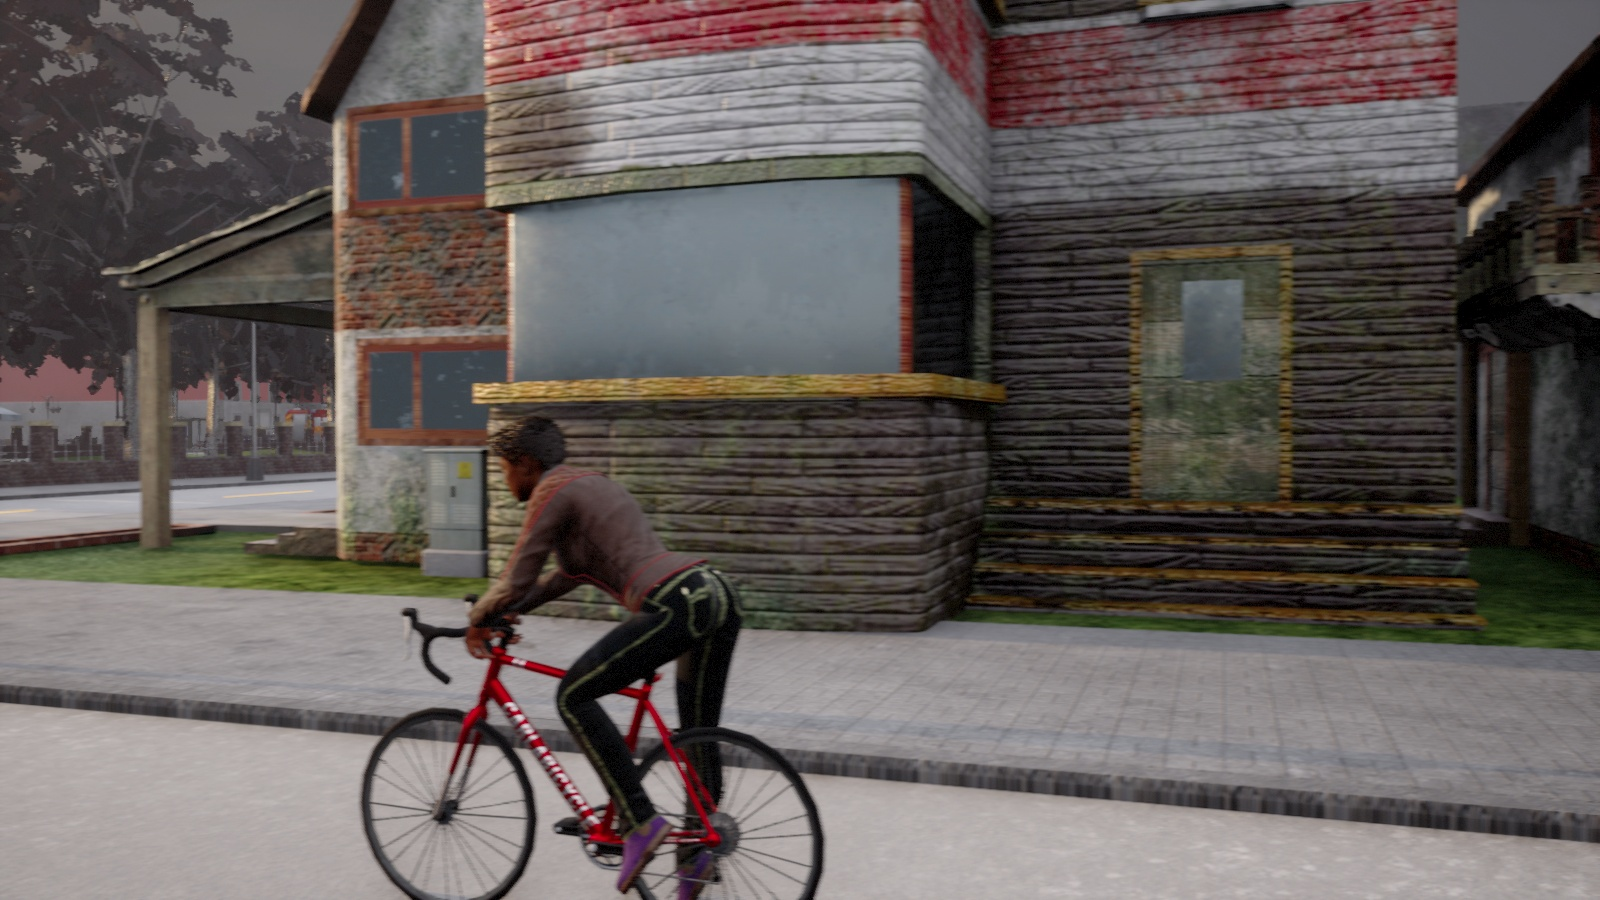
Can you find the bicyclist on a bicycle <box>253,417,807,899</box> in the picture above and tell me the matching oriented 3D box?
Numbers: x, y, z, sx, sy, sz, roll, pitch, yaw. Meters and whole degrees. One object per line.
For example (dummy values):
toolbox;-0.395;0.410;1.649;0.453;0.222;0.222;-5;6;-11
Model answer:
bicyclist on a bicycle;-0.855;0.712;4.003;1.656;1.620;0.582;0;1;19
